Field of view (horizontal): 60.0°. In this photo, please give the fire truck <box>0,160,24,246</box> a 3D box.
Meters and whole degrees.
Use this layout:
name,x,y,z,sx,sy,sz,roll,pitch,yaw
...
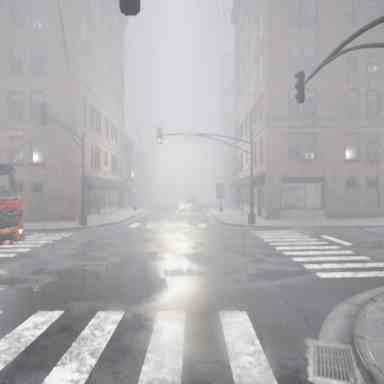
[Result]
name,x,y,z,sx,sy,sz,roll,pitch,yaw
fire truck,-10.943,0.441,12.060,8.468,3.827,2.891,-1,0,0

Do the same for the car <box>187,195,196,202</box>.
name,x,y,z,sx,sy,sz,roll,pitch,yaw
car,-0.171,1.324,70.147,1.895,1.301,4.718,0,0,0

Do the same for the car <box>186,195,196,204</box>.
name,x,y,z,sx,sy,sz,roll,pitch,yaw
car,-0.146,1.461,59.695,2.033,1.411,5.357,0,0,0
